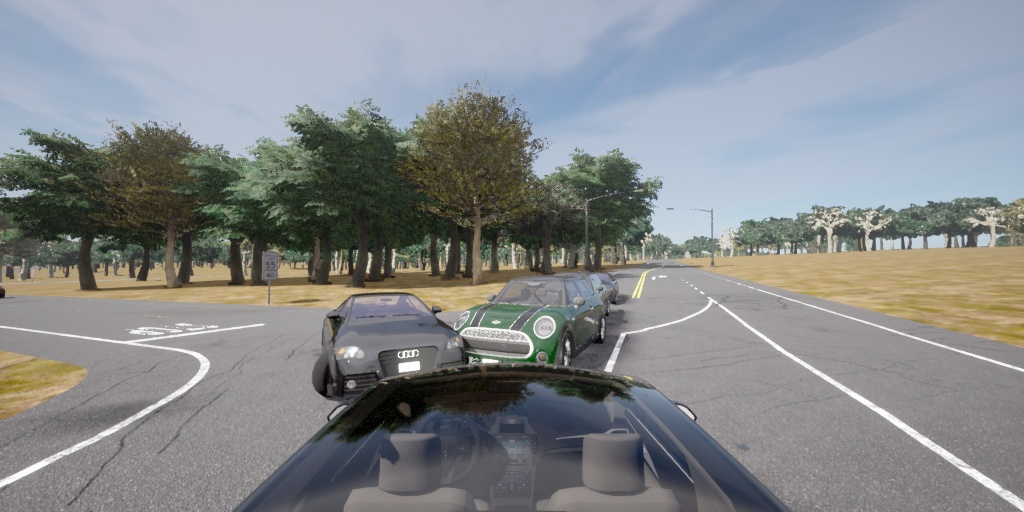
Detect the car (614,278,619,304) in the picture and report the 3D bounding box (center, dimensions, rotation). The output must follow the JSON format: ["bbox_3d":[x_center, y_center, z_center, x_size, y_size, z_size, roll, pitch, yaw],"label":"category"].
[{"bbox_3d":[4.220,1.509,17.843,1.994,1.385,4.181,-1,0,19],"label":"car"}]

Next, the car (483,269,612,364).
[{"bbox_3d":[0.619,1.218,7.804,2.097,1.767,4.553,-1,-2,26],"label":"car"}]

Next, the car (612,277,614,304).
[{"bbox_3d":[2.026,1.344,12.117,2.097,1.767,4.553,-1,-1,21],"label":"car"}]

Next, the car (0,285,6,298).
[{"bbox_3d":[-40.858,2.562,27.364,4.181,1.385,1.994,-2,-3,22],"label":"car"}]

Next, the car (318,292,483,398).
[{"bbox_3d":[-2.353,1.376,6.599,1.994,1.385,4.181,1,-2,-29],"label":"car"}]
